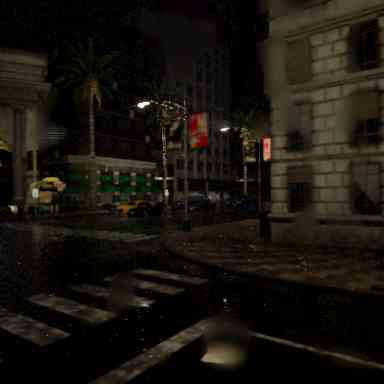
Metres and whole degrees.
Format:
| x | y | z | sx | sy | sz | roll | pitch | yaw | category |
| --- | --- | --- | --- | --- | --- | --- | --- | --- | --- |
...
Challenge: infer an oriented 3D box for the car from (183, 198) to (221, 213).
| x | y | z | sx | sy | sz | roll | pitch | yaw | category |
| --- | --- | --- | --- | --- | --- | --- | --- | --- | --- |
| 1.337 | 1.795 | 41.555 | 1.812 | 1.442 | 4.674 | -1 | 0 | 37 | car |

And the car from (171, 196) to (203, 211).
| x | y | z | sx | sy | sz | roll | pitch | yaw | category |
| --- | --- | --- | --- | --- | --- | --- | --- | --- | --- |
| -0.446 | 1.532 | 45.039 | 2.150 | 2.045 | 5.566 | -1 | 0 | 37 | car |

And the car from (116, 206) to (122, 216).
| x | y | z | sx | sy | sz | roll | pitch | yaw | category |
| --- | --- | --- | --- | --- | --- | --- | --- | --- | --- |
| -6.256 | 1.790 | 37.167 | 1.882 | 1.535 | 5.008 | -1 | 0 | 37 | car |

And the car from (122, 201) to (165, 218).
| x | y | z | sx | sy | sz | roll | pitch | yaw | category |
| --- | --- | --- | --- | --- | --- | --- | --- | --- | --- |
| -4.579 | 1.836 | 33.535 | 1.994 | 1.385 | 4.181 | -1 | 0 | 36 | car |

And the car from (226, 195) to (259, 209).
| x | y | z | sx | sy | sz | roll | pitch | yaw | category |
| --- | --- | --- | --- | --- | --- | --- | --- | --- | --- |
| 8.130 | 1.481 | 49.793 | 5.566 | 2.045 | 2.150 | 0 | -1 | -45 | car |

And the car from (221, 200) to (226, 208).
| x | y | z | sx | sy | sz | roll | pitch | yaw | category |
| --- | --- | --- | --- | --- | --- | --- | --- | --- | --- |
| 6.250 | 1.650 | 52.721 | 4.553 | 1.767 | 2.097 | 0 | -1 | -43 | car |
